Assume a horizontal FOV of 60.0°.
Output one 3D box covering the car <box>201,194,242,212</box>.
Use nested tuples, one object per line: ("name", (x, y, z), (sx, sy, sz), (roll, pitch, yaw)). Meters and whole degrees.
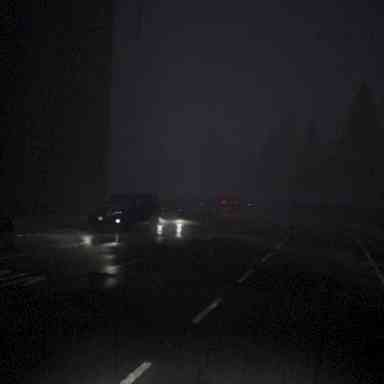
("car", (3.562, 1.327, 41.352), (2.150, 2.045, 5.566), (2, 0, -20))

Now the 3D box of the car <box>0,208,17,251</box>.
("car", (-7.797, 1.019, 10.007), (2.097, 1.767, 4.553), (2, 0, 23))

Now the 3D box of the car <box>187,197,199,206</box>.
("car", (-1.509, 1.451, 50.842), (1.994, 1.385, 4.181), (2, 0, -42))

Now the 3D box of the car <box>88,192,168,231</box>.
("car", (-3.748, 1.047, 19.759), (2.150, 2.045, 5.566), (2, 0, 21))

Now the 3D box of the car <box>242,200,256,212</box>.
("car", (6.456, 1.715, 43.087), (2.128, 1.511, 4.902), (2, 0, -20))

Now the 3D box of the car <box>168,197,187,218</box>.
("car", (-1.732, 1.377, 29.586), (1.882, 1.535, 5.008), (2, 0, 0))

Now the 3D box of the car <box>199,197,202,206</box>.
("car", (1.426, 1.512, 52.285), (1.837, 1.490, 4.892), (2, 0, -36))
